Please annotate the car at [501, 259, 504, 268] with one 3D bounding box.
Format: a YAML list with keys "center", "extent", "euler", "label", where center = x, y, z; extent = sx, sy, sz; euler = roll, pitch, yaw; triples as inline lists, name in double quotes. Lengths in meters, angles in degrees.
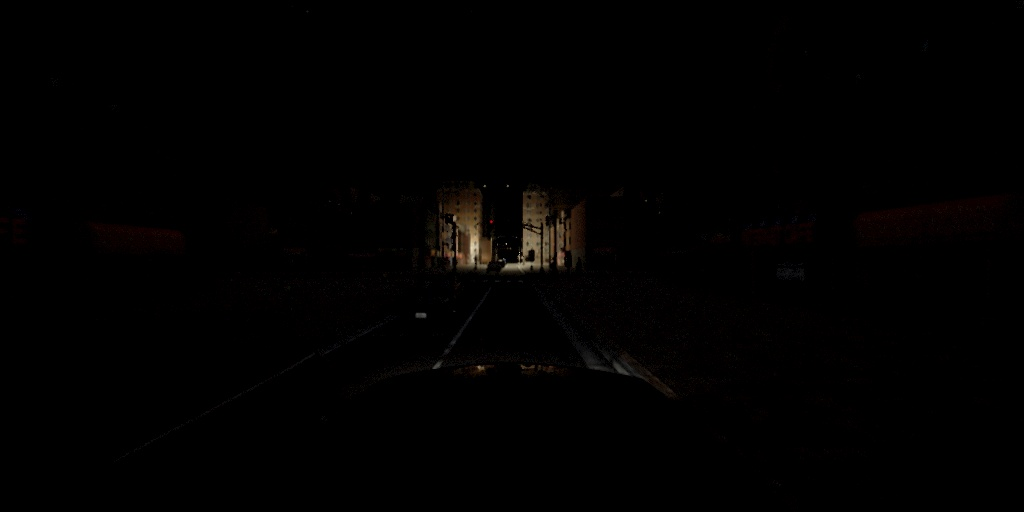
- center: [-2.641, 1.582, 55.931]
  extent: [1.888, 1.381, 4.507]
  euler: [0, 0, 0]
  label: "car"

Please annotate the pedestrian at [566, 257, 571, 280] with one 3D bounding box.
- center: [4.508, 1.006, 28.870]
  extent: [0.375, 1.860, 0.375]
  euler: [0, -1, 0]
  label: "pedestrian"

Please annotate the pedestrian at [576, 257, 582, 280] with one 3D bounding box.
- center: [5.508, 0.986, 29.471]
  extent: [0.375, 1.860, 0.375]
  euler: [0, -1, 0]
  label: "pedestrian"

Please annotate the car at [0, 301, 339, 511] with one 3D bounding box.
- center: [-2.637, 1.190, 1.798]
  extent: [1.967, 1.591, 4.097]
  euler: [0, 0, 0]
  label: "car"

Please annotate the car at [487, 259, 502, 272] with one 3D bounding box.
- center: [-2.641, 1.526, 50.157]
  extent: [1.751, 1.417, 4.829]
  euler: [0, 0, 0]
  label: "car"

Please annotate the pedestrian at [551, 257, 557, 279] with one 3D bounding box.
- center: [3.508, 1.018, 30.070]
  extent: [0.375, 1.860, 0.375]
  euler: [0, -1, 0]
  label: "pedestrian"

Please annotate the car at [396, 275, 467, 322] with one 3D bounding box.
- center: [-2.638, 1.362, 12.558]
  extent: [1.948, 1.339, 4.313]
  euler: [0, 0, 0]
  label: "car"
